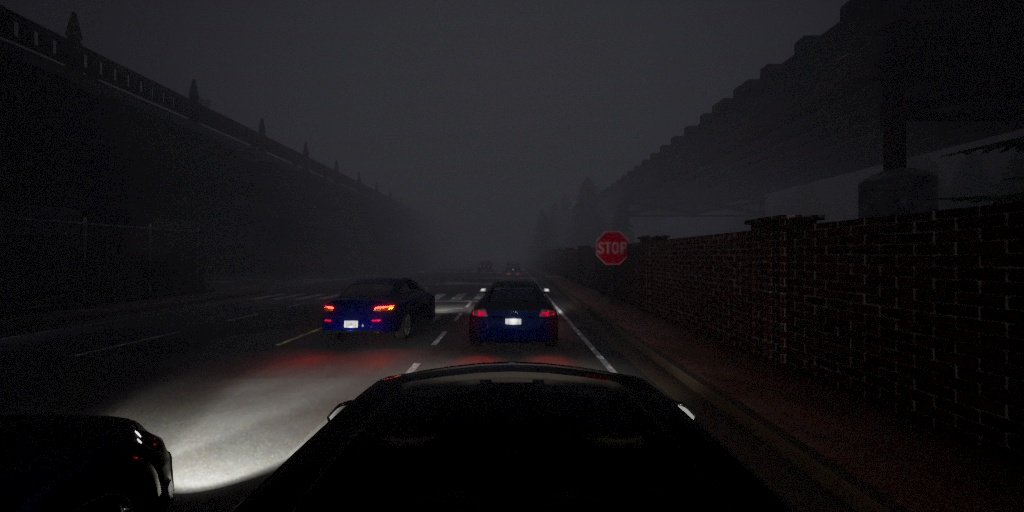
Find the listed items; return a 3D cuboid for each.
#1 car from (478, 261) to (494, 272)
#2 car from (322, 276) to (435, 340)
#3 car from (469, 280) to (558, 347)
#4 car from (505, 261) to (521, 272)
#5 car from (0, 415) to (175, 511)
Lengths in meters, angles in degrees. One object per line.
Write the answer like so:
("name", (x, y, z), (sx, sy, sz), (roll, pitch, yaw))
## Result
("car", (-3.384, 1.297, 45.997), (2.033, 1.411, 5.357), (0, 0, -1))
("car", (-3.411, 1.276, 9.887), (1.812, 1.442, 4.674), (0, 0, 0))
("car", (0.071, 1.314, 9.364), (1.994, 1.385, 4.181), (0, 0, 1))
("car", (0.111, 1.351, 46.174), (1.895, 1.301, 4.718), (0, 0, -1))
("car", (-3.399, 1.314, 0.791), (1.994, 1.385, 4.181), (0, 0, 0))
